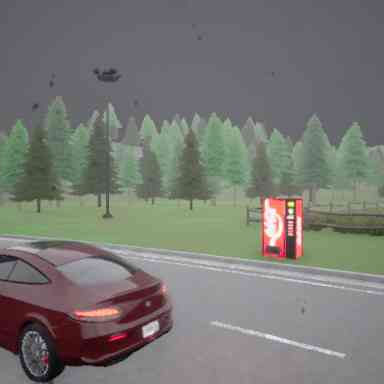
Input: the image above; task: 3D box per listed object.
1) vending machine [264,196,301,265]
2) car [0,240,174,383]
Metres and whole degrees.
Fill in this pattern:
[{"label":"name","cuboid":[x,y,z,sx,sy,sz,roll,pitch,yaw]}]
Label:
[{"label":"vending machine","cuboid":[2.982,1.195,10.958,0.880,2.100,1.100,0,0,33]},{"label":"car","cuboid":[-2.448,1.526,5.346,4.674,1.442,1.812,0,0,32]}]
